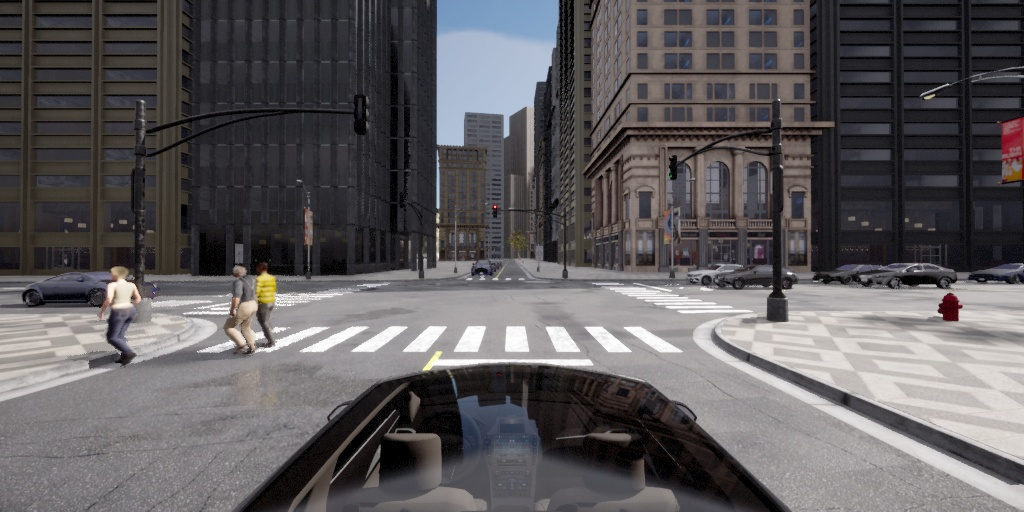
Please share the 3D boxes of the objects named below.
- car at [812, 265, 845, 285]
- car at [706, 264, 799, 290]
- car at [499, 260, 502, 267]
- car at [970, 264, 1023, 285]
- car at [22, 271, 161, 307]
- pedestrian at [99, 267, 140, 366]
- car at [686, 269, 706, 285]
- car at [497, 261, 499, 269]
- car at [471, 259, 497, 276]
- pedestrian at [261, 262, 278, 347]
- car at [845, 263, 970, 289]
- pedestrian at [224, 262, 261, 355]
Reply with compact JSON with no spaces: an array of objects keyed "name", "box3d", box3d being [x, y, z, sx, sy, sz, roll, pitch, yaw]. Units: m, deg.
[{"name":"car","box3d":[24.225,1.259,24.990,5.357,1.411,2.033,0,0,0]},{"name":"car","box3d":[14.707,1.238,21.726,4.674,1.442,1.812,0,0,-1]},{"name":"car","box3d":[-3.032,1.397,56.581,1.994,1.385,4.181,0,0,1]},{"name":"car","box3d":[35.374,1.233,24.996,5.357,1.411,2.033,0,0,-1]},{"name":"car","box3d":[-17.436,1.332,15.011,4.181,1.385,1.994,0,0,0]},{"name":"pedestrian","box3d":[-7.177,1.044,6.569,0.375,1.860,0.375,0,0,0]},{"name":"car","box3d":[14.643,1.262,24.986,4.674,1.442,1.812,0,0,0]},{"name":"car","box3d":[-3.046,1.373,46.661,1.994,1.385,4.181,0,0,0]},{"name":"car","box3d":[-3.039,1.141,37.641,2.097,1.767,4.553,0,0,0]},{"name":"pedestrian","box3d":[-5.347,1.038,7.771,0.375,1.860,0.375,0,0,0]},{"name":"car","box3d":[23.817,1.181,21.738,4.902,1.511,2.128,0,0,0]},{"name":"pedestrian","box3d":[-5.394,1.043,7.150,0.375,1.860,0.375,0,0,0]}]
